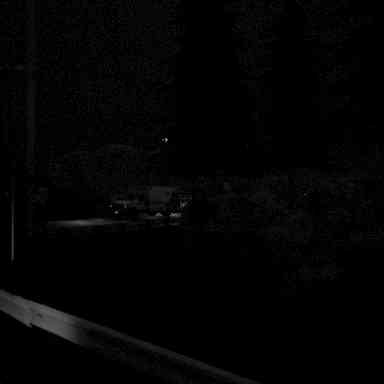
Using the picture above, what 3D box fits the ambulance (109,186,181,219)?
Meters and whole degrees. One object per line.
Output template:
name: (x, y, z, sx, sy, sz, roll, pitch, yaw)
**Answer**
ambulance: (-3.589, 0.755, 26.442, 2.351, 2.431, 6.366, 0, 0, 35)
